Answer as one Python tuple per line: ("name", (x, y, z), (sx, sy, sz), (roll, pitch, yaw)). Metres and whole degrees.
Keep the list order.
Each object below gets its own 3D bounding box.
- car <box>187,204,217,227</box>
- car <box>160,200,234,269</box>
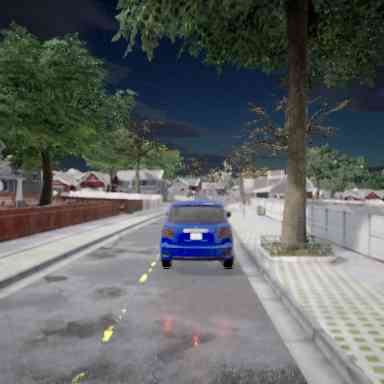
("car", (0.871, 1.686, 25.405), (2.033, 1.411, 5.357), (0, 0, 4))
("car", (0.223, 1.281, 11.575), (2.150, 2.045, 5.566), (0, 0, 2))
